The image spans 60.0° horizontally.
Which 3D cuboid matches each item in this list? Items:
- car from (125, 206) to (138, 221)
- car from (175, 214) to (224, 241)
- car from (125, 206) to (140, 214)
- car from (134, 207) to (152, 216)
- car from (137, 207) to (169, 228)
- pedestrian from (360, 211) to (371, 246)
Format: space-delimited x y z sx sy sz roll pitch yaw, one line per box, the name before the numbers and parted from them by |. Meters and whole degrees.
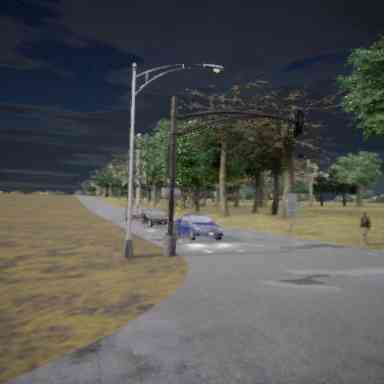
car | -6.666 2.565 39.391 1.882 1.535 5.008 2 -2 -20
car | 0.306 2.075 20.280 1.812 1.442 4.674 2 -2 -19
car | -11.346 3.320 62.961 1.994 1.385 4.181 2 -2 -20
car | -7.906 3.107 53.575 1.994 1.385 4.181 2 -2 -21
car | -3.243 2.315 29.991 1.882 1.535 5.008 2 -2 -20
pedestrian | 9.271 1.943 17.881 0.375 1.860 0.375 1 -1 -20
